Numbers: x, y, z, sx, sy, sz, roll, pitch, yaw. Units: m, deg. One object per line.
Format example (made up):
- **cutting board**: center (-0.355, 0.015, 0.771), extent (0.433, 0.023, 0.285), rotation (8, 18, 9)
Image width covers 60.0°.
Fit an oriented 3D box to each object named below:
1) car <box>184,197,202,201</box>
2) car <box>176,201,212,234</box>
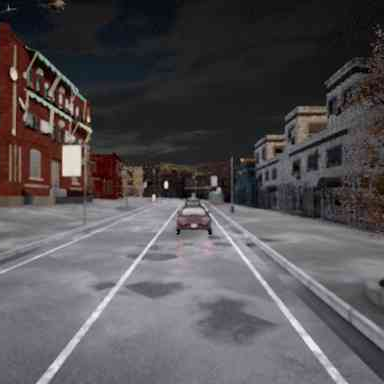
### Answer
- **car**: center (0.103, 1.353, 39.229), extent (2.128, 1.511, 4.902), rotation (0, 0, 0)
- **car**: center (0.101, 1.460, 18.547), extent (1.812, 1.442, 4.674), rotation (0, 0, 0)
